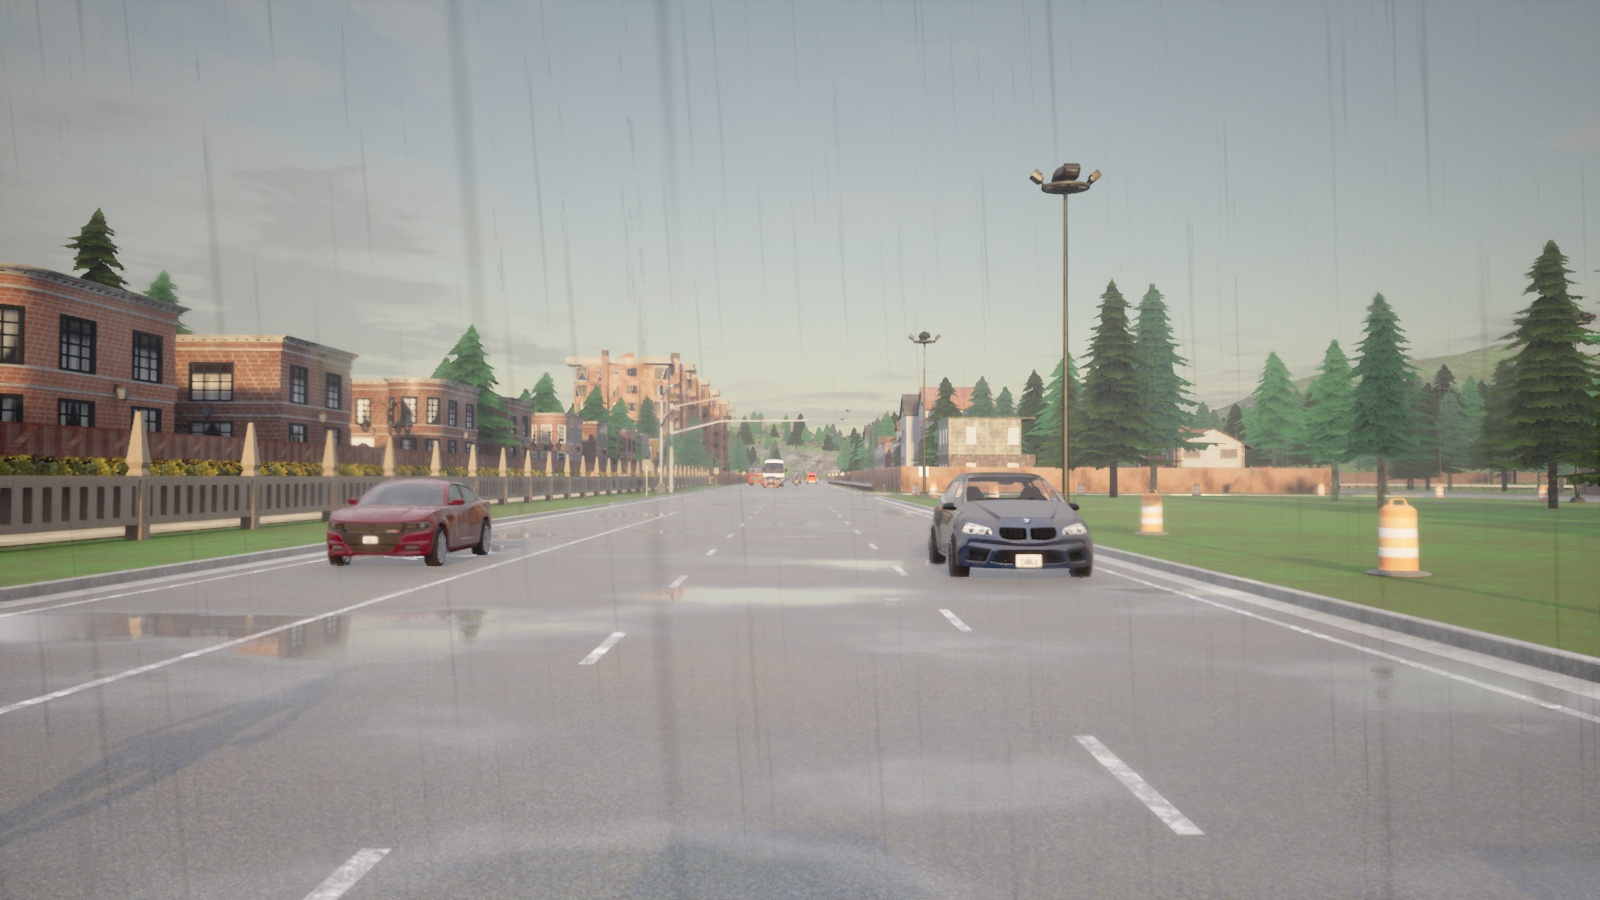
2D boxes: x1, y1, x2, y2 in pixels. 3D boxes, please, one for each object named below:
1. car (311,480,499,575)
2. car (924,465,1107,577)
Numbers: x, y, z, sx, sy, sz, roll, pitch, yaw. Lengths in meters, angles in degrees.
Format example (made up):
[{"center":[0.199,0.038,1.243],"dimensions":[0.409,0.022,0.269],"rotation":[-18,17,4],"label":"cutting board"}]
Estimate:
[{"center":[-7.060,1.325,23.055],"dimensions":[1.882,1.535,5.008],"rotation":[0,-1,0],"label":"car"},{"center":[3.445,1.106,21.047],"dimensions":[2.242,1.667,4.611],"rotation":[0,-1,0],"label":"car"}]
